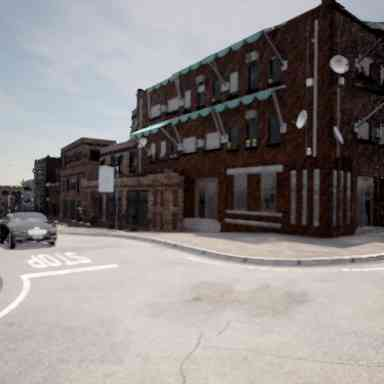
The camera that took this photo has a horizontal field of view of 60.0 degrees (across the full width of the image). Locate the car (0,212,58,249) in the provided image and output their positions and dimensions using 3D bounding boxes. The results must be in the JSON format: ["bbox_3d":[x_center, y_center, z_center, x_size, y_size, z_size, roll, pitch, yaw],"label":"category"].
[{"bbox_3d":[-7.684,1.686,15.441,2.128,1.511,4.902,2,-4,-36],"label":"car"}]
